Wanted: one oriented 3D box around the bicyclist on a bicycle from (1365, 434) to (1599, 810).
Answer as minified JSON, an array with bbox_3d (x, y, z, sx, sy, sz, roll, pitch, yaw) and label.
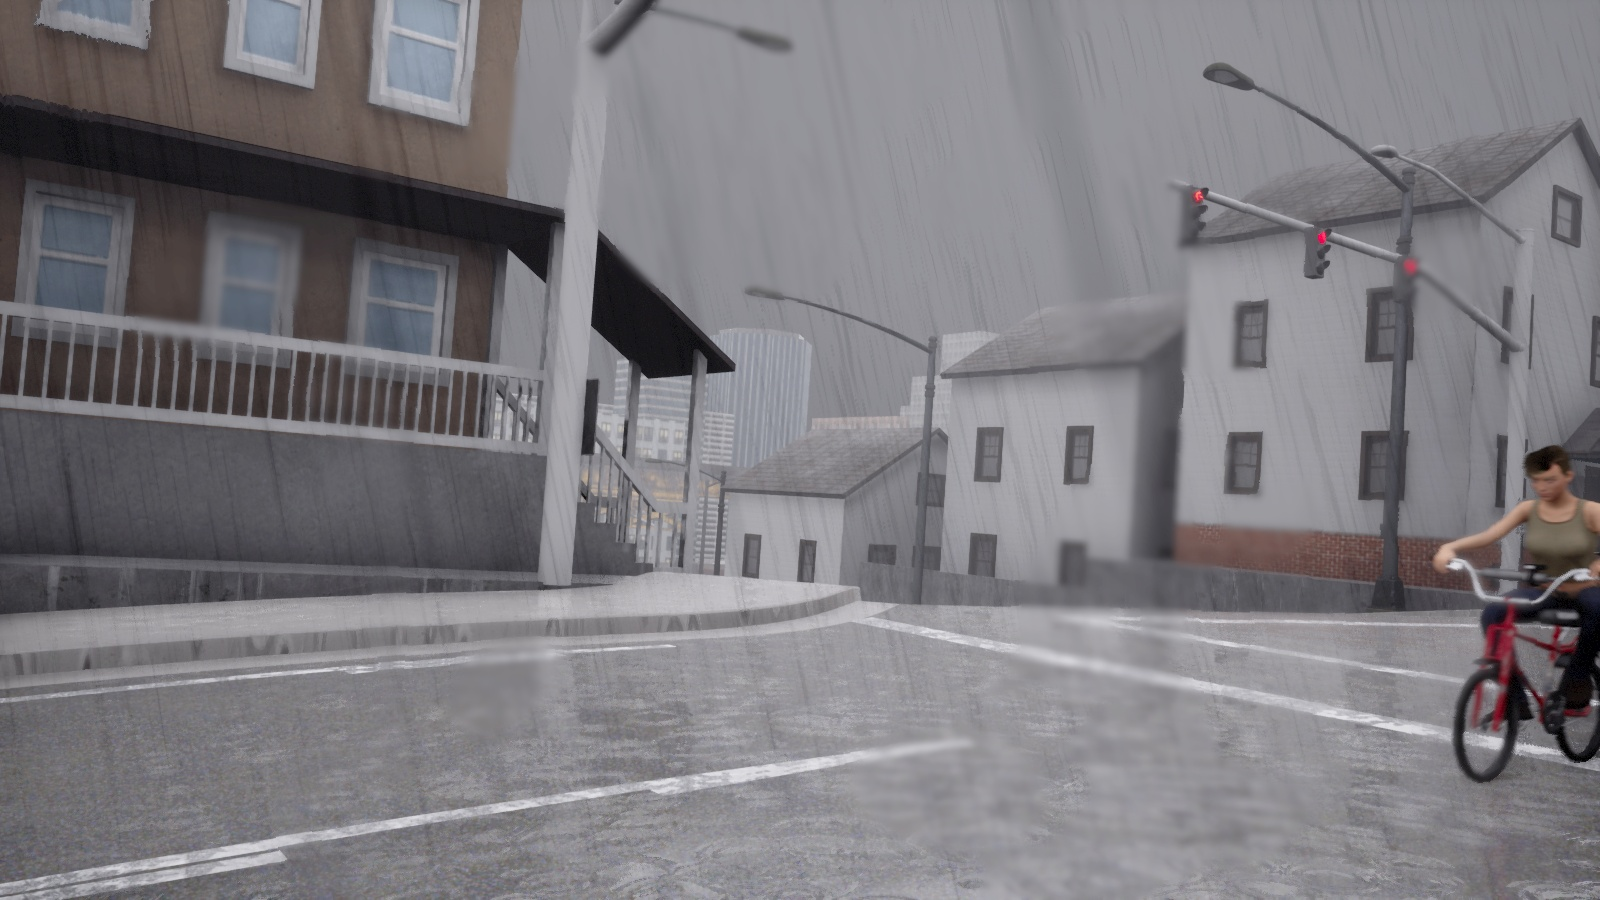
[{"bbox_3d":[3.636,0.763,6.183,1.509,1.612,0.866,3,-1,-35],"label":"bicyclist on a bicycle"}]
